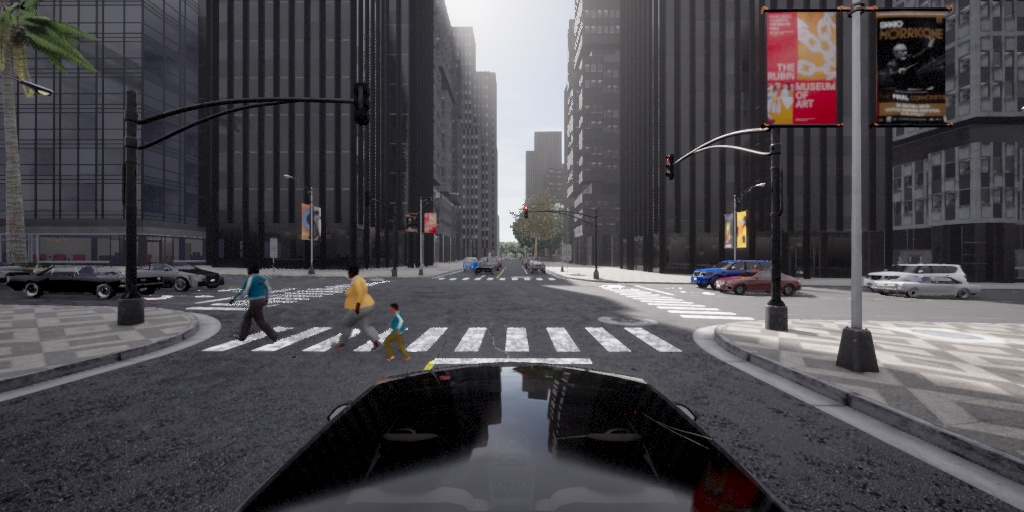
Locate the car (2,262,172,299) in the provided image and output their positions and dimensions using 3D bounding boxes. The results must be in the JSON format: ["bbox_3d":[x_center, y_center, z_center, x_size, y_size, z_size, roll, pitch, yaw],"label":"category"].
[{"bbox_3d":[-17.759,1.053,15.148,4.718,1.301,1.895,1,0,0],"label":"car"}]

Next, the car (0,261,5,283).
[{"bbox_3d":[-27.280,0.855,18.436,4.181,1.385,1.994,1,0,0],"label":"car"}]

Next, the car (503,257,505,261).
[{"bbox_3d":[-2.642,1.270,61.796,1.837,1.490,4.892,0,0,1],"label":"car"}]

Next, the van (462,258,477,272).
[{"bbox_3d":[-5.476,1.101,47.380,1.690,1.789,3.998,0,0,1],"label":"van"}]

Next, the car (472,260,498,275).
[{"bbox_3d":[-2.890,1.358,39.000,1.895,1.301,4.718,0,0,1],"label":"car"}]

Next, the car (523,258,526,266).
[{"bbox_3d":[3.104,1.312,52.809,2.007,1.370,4.403,0,0,1],"label":"car"}]

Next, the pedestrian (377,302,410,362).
[{"bbox_3d":[-2.156,1.424,6.756,0.500,1.100,0.500,0,0,0],"label":"pedestrian"}]

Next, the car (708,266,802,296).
[{"bbox_3d":[14.846,1.579,21.713,4.674,1.442,1.812,1,0,0],"label":"car"}]

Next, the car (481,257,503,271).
[{"bbox_3d":[-2.783,1.113,49.283,2.097,1.767,4.553,0,0,1],"label":"car"}]

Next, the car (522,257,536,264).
[{"bbox_3d":[3.160,1.079,58.322,2.192,1.841,5.009,0,0,1],"label":"car"}]

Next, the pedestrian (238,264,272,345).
[{"bbox_3d":[-5.790,1.041,8.086,0.375,1.860,0.375,0,0,0],"label":"pedestrian"}]

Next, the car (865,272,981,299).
[{"bbox_3d":[24.827,1.841,21.670,4.718,1.301,1.895,1,0,0],"label":"car"}]

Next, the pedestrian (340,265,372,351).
[{"bbox_3d":[-3.246,1.044,7.476,0.375,1.860,0.375,0,0,0],"label":"pedestrian"}]

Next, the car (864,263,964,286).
[{"bbox_3d":[27.952,1.528,24.905,5.566,2.045,2.150,1,0,0],"label":"car"}]

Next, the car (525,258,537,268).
[{"bbox_3d":[3.050,1.285,47.467,1.751,1.417,4.829,0,0,1],"label":"car"}]

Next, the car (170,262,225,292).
[{"bbox_3d":[-17.345,1.030,18.398,4.181,1.385,1.994,1,0,0],"label":"car"}]

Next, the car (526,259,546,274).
[{"bbox_3d":[2.993,1.308,41.784,2.007,1.370,4.403,0,0,1],"label":"car"}]

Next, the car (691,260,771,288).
[{"bbox_3d":[15.533,1.294,24.954,5.566,2.045,2.150,1,0,0],"label":"car"}]
